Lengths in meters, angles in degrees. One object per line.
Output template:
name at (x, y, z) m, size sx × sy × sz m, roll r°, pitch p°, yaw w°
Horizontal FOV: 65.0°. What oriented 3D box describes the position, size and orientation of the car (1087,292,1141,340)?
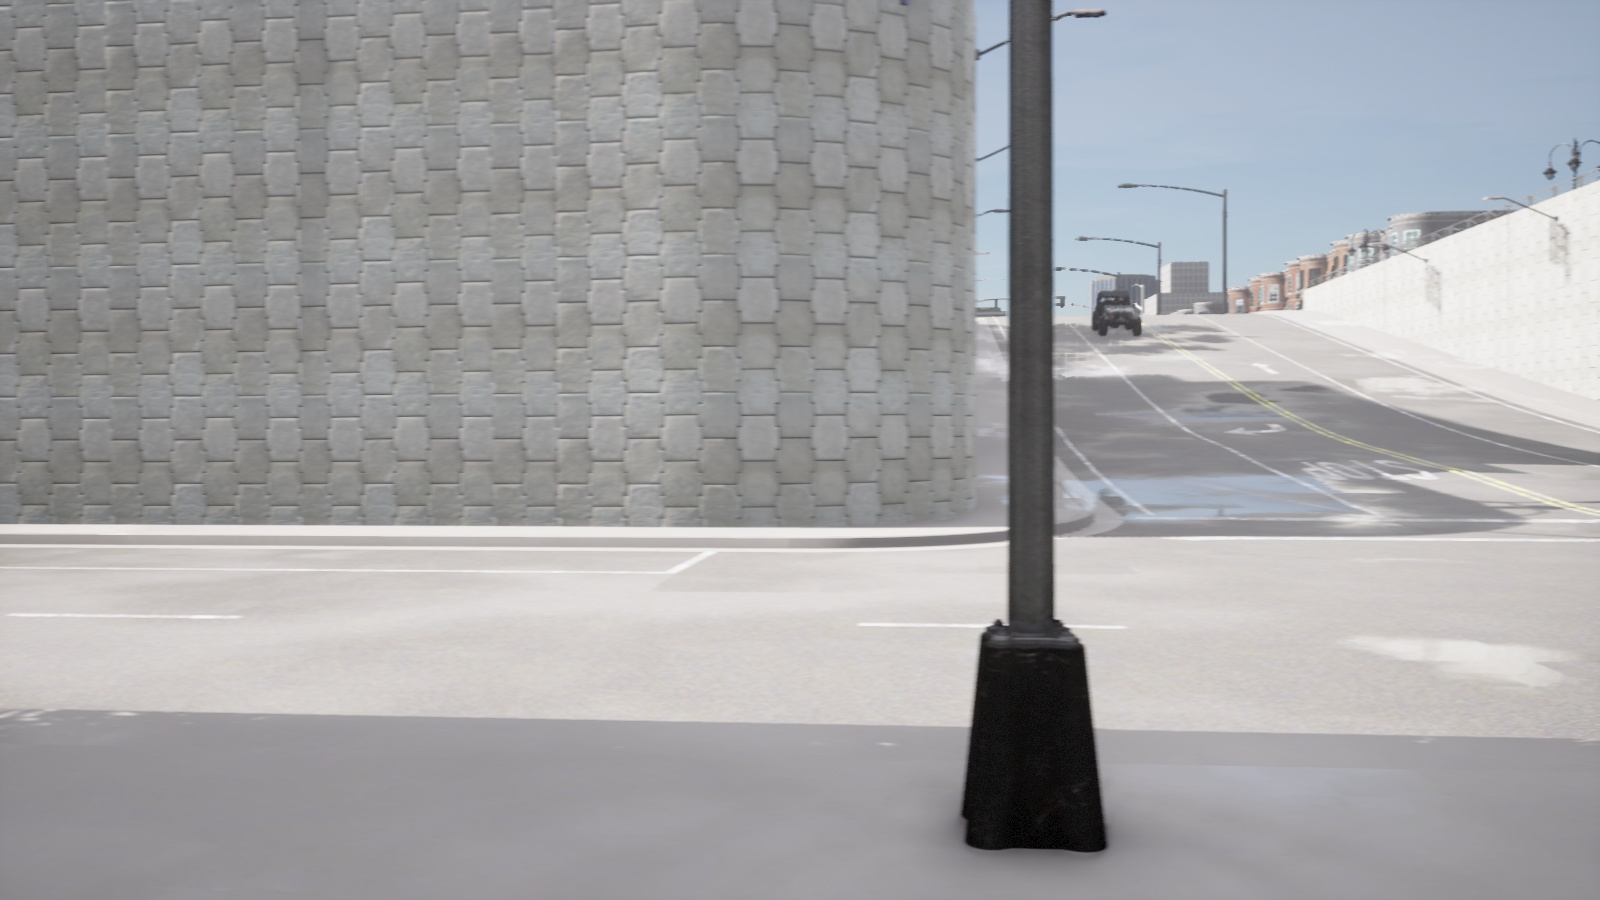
car at (14.799, -6.365, 59.385) m, size 1.905 × 1.878 × 3.866 m, roll 0°, pitch 12°, yaw 6°
